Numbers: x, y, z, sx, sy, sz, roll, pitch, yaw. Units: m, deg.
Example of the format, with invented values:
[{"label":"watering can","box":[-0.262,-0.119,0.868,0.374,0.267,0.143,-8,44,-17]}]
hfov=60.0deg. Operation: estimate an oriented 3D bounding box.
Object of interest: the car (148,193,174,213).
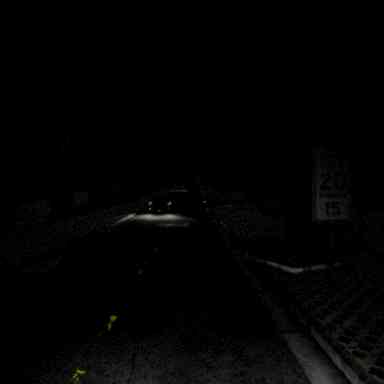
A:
[{"label":"car","box":[-2.752,0.936,30.325,2.097,1.767,4.553,0,1,0]}]

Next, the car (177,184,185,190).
[{"label":"car","box":[-2.756,-1.294,84.841,1.837,1.490,4.892,0,3,0]}]

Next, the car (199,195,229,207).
[{"label":"car","box":[2.538,0.975,37.501,1.994,1.385,4.181,1,2,36]}]
